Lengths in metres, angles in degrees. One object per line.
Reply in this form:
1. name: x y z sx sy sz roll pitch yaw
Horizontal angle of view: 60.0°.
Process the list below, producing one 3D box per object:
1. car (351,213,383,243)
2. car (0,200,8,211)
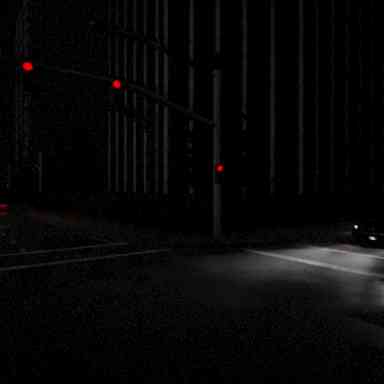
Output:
1. car: 9.139 1.574 14.805 4.718 1.301 1.895 0 0 -35
2. car: -22.973 1.600 39.003 1.895 1.301 4.718 0 0 -36
